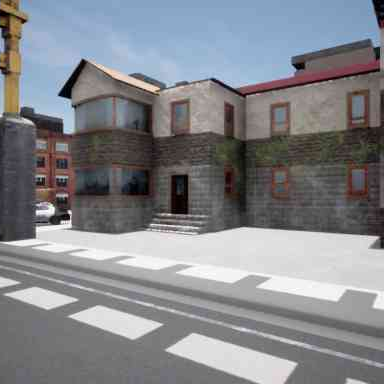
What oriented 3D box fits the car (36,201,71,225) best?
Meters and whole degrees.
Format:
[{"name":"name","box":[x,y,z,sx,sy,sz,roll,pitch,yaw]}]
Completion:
[{"name":"car","box":[-10.700,1.295,22.028,4.536,1.218,1.853,0,0,-25]}]

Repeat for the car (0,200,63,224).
[{"name":"car","box":[-12.077,1.453,25.492,2.038,1.542,4.974,0,0,5]}]

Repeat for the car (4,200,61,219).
[{"name":"car","box":[-12.072,1.295,25.544,1.853,1.218,4.536,0,0,5]}]
